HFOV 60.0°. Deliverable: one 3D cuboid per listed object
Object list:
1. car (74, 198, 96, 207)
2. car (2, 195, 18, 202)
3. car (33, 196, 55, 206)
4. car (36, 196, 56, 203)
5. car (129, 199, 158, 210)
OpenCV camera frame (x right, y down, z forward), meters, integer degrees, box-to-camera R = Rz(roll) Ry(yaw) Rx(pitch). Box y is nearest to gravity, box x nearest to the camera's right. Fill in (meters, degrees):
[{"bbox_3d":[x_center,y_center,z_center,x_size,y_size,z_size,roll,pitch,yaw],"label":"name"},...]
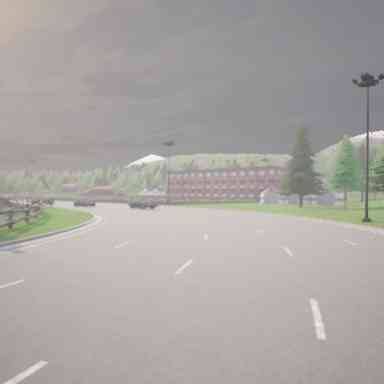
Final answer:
[{"bbox_3d":[-17.196,1.699,53.377,4.181,1.385,1.994,0,0,42],"label":"car"},{"bbox_3d":[-40.259,1.512,73.599,4.902,1.511,2.128,0,0,41],"label":"car"},{"bbox_3d":[-25.021,1.656,55.786,4.718,1.301,1.895,0,0,41],"label":"car"},{"bbox_3d":[-30.687,1.556,69.863,5.008,1.535,1.882,0,0,41],"label":"car"},{"bbox_3d":[-7.119,1.771,48.306,2.033,1.411,5.357,1,0,-42],"label":"car"}]
